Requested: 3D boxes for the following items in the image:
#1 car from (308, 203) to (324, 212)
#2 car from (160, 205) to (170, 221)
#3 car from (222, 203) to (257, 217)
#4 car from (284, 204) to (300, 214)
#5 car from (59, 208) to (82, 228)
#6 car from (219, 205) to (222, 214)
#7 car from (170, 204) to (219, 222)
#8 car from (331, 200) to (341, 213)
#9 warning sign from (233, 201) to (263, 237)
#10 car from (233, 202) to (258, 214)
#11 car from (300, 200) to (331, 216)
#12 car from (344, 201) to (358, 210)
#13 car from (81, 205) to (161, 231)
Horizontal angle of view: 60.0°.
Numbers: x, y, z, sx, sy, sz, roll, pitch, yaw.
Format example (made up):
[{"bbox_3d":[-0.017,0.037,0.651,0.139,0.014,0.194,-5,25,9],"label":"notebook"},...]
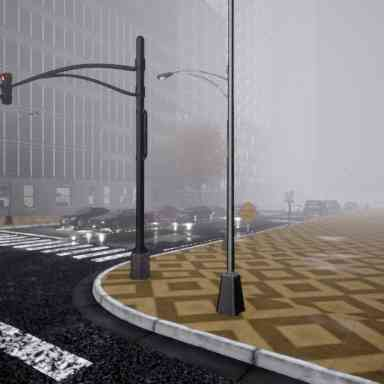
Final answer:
[{"bbox_3d":[21.976,2.642,58.840,1.812,1.442,4.674,0,-1,33],"label":"car"},{"bbox_3d":[-2.797,2.007,32.810,1.812,1.442,4.674,0,-1,33],"label":"car"},{"bbox_3d":[5.785,2.204,40.093,1.812,1.442,4.674,0,-1,33],"label":"car"},{"bbox_3d":[14.647,2.404,47.480,1.812,1.442,4.674,0,-1,33],"label":"car"},{"bbox_3d":[-7.724,1.844,25.166,1.812,1.442,4.674,0,-1,31],"label":"car"},{"bbox_3d":[2.596,2.223,41.160,1.994,1.385,4.181,0,-1,32],"label":"car"},{"bbox_3d":[0.346,2.003,31.685,1.837,1.490,4.892,0,-1,33],"label":"car"},{"bbox_3d":[22.408,2.267,53.509,2.150,2.045,5.566,0,-1,33],"label":"car"},{"bbox_3d":[3.136,1.454,18.552,1.300,1.860,1.060,1,1,33],"label":"warning sign"},{"bbox_3d":[8.062,2.315,49.542,1.882,1.535,5.008,0,-1,33],"label":"car"},{"bbox_3d":[16.580,2.077,44.480,2.150,2.045,5.566,0,-1,33],"label":"car"},{"bbox_3d":[31.503,2.662,65.686,2.097,1.767,4.553,0,-1,33],"label":"car"},{"bbox_3d":[-4.856,1.874,23.628,2.033,1.411,5.357,0,-1,33],"label":"car"}]
